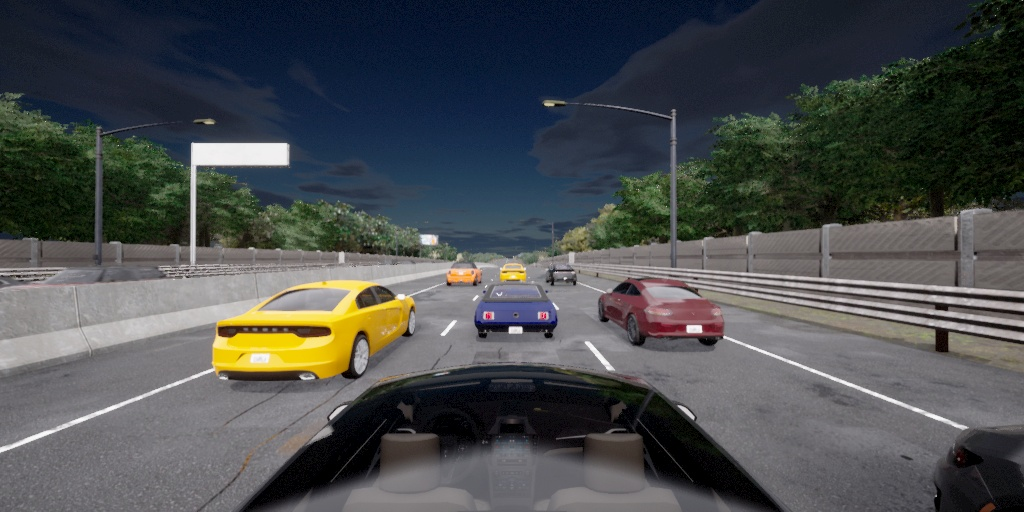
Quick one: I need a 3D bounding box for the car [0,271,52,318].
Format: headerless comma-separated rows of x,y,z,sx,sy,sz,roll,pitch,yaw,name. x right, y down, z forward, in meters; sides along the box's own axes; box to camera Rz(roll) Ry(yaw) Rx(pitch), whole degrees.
-17.607,1.265,10.573,1.837,1.490,4.892,0,0,0,car

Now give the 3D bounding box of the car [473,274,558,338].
0.095,1.361,10.165,1.895,1.301,4.718,0,0,0,car

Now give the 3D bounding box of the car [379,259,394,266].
-21.050,1.370,61.123,2.097,1.767,4.553,0,-1,0,car

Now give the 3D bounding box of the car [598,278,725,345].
3.594,1.284,9.370,1.812,1.442,4.674,0,0,0,car

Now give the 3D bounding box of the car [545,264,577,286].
3.585,1.351,26.680,2.128,1.511,4.902,0,-1,0,car

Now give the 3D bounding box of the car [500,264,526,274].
0.079,1.347,27.897,1.882,1.535,5.008,0,-1,0,car

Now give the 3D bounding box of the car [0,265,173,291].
-14.108,1.117,12.103,2.097,1.767,4.553,0,0,0,car

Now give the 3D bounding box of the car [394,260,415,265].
-17.562,1.545,60.016,2.097,1.767,4.553,0,-1,0,car

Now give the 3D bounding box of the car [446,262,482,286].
-3.423,1.208,26.367,2.097,1.767,4.553,0,0,1,car

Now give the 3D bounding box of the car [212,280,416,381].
-3.405,1.232,7.318,1.882,1.535,5.008,0,0,0,car

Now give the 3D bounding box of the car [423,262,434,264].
-14.056,1.711,60.470,1.837,1.490,4.892,0,-1,0,car

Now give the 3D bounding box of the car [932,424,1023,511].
3.602,1.255,0.204,1.837,1.490,4.892,0,0,0,car
